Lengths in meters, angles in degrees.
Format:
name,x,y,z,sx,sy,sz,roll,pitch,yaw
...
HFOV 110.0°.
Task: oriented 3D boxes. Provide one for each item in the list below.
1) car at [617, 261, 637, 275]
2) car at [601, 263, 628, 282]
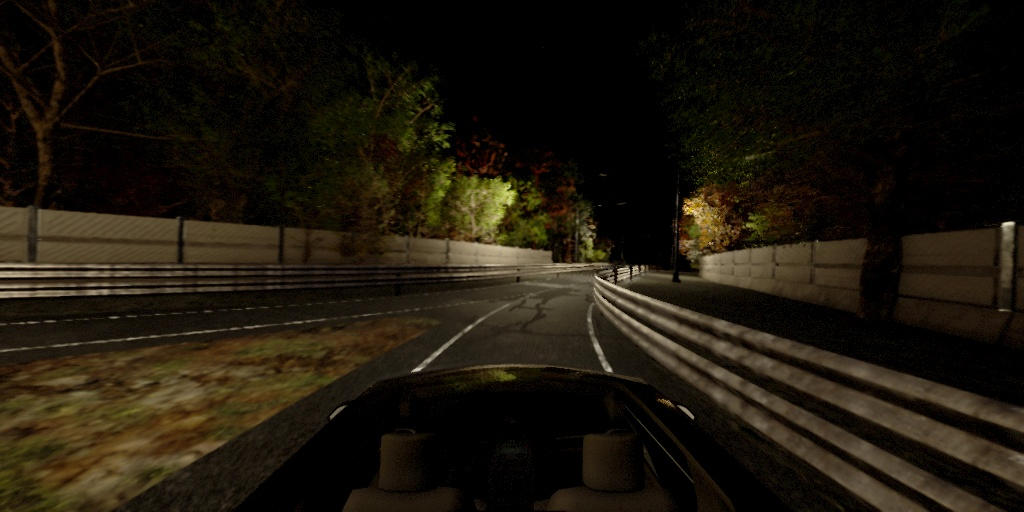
name,x,y,z,sx,sy,sz,roll,pitch,yaw
car,15.735,1.820,48.097,2.033,1.411,5.357,2,0,24
car,9.243,1.615,33.472,1.994,1.385,4.181,2,0,24
